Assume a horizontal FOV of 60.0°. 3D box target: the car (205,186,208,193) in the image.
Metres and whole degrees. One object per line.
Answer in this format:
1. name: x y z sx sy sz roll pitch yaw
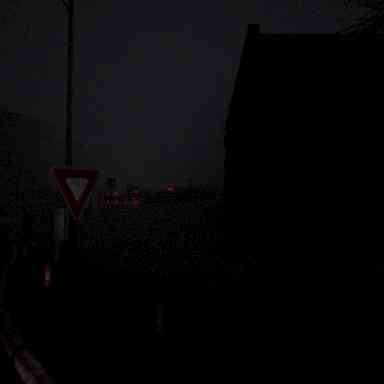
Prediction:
1. car: -0.142 0.183 60.062 5.008 1.535 2.097 2 2 12

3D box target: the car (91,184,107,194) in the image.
1. car: -19.479 -0.661 66.053 5.566 2.045 2.435 2 2 12

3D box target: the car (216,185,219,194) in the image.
1. car: 2.241 -0.348 70.911 5.566 2.045 2.435 2 2 12

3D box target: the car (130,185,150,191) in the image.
1. car: -14.113 -0.995 90.280 4.892 1.521 2.231 2 2 12

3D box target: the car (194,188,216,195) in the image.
1. car: 2.847 -0.123 73.567 4.674 1.452 2.002 2 2 12

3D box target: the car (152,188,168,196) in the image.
1. car: -6.424 -0.050 67.336 1.895 1.301 4.718 2 2 12

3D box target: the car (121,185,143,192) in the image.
1. car: -15.299 -0.872 84.896 4.892 1.521 2.231 2 2 12

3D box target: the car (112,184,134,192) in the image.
1. car: -16.519 -0.871 79.516 4.553 1.767 2.185 2 2 12

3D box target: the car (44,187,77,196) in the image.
1. car: -21.829 -0.107 55.282 4.674 1.452 2.002 2 2 12

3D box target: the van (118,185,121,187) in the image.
1. van: -18.152 -0.768 71.406 4.442 1.987 1.878 2 2 12

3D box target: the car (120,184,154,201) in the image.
1. car: -7.697 0.121 47.418 2.150 2.045 5.566 2 1 13

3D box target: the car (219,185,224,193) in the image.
1. car: 4.069 -0.545 78.914 5.566 2.045 2.435 2 2 12

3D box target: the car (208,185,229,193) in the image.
1. car: 7.614 -0.921 95.205 5.566 2.045 2.435 2 2 12

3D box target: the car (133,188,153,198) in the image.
1. car: -8.485 0.102 57.799 1.837 1.490 4.892 2 2 12

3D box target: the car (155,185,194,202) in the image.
1. car: -2.532 0.326 49.070 4.553 1.767 2.185 2 2 12

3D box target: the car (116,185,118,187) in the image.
1. car: -18.683 -0.475 68.706 5.366 1.575 1.946 2 2 12

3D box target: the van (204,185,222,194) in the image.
1. van: 5.355 -0.647 84.321 4.442 1.987 1.878 2 2 12

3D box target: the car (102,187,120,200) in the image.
1. car: -10.619 0.344 48.090 1.812 1.442 4.674 2 1 13

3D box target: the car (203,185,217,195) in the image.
1. car: 1.818 -0.022 68.037 5.366 1.575 1.946 2 2 12

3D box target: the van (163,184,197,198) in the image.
1. van: -2.046 0.160 51.938 4.442 1.987 1.878 2 2 12

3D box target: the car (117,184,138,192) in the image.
1. car: -15.865 -0.934 82.196 4.553 1.767 2.185 2 2 12

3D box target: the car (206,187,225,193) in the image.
1. car: 6.406 -0.520 89.786 4.792 1.488 2.163 2 2 12

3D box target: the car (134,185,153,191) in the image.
1. car: -13.520 -1.056 92.971 4.892 1.521 2.231 2 2 12

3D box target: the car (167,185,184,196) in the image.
1. car: -3.307 -0.370 67.493 2.150 2.045 5.566 2 2 12

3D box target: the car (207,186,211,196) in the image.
1. car: 0.443 0.117 62.650 4.892 1.521 2.231 2 2 12

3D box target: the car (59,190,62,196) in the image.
1. car: -22.428 -0.086 52.592 5.008 1.535 2.097 2 1 12

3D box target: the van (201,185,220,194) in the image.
1. van: 4.528 -0.590 81.660 4.442 1.987 1.878 2 2 12

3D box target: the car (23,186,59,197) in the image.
1. car: -22.984 -0.154 49.884 4.553 1.767 2.185 2 1 12

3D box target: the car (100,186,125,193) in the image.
1. car: -17.683 -0.613 74.131 5.008 1.535 2.097 2 2 12

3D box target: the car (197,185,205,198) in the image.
1. car: -0.731 0.132 57.216 4.553 1.767 2.185 2 2 12

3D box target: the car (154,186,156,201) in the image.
1. car: -5.495 0.162 57.441 2.128 1.511 4.902 2 2 13

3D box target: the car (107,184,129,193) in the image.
1. car: -17.112 -0.806 76.825 4.553 1.767 2.185 2 2 12

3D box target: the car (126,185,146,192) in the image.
1. car: -14.706 -0.934 87.588 4.892 1.521 2.231 2 2 12
